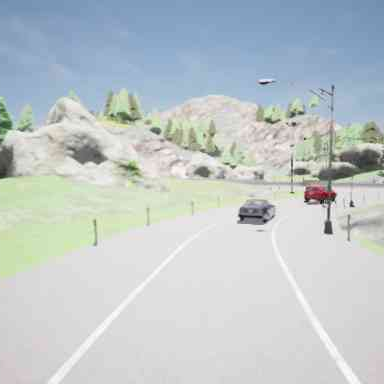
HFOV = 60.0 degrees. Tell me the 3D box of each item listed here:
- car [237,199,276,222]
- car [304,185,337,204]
[{"bbox_3d":[4.580,1.180,23.014,2.033,1.411,5.357,2,2,22],"label":"car"},{"bbox_3d":[15.385,0.217,39.820,2.150,2.045,5.566,3,4,43],"label":"car"}]
